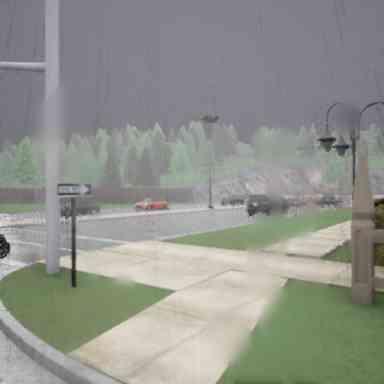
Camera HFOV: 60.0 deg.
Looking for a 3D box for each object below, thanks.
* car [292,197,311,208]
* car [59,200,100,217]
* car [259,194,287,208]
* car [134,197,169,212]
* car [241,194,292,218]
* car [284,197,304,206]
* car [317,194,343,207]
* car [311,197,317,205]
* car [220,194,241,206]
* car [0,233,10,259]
[{"bbox_3d":[15.219,1.648,48.367,1.895,1.301,4.718,0,0,37],"label":"car"},{"bbox_3d":[-11.133,1.584,31.909,1.837,1.490,4.892,0,0,36],"label":"car"},{"bbox_3d":[12.438,1.278,50.524,2.150,2.045,5.566,0,0,36],"label":"car"},{"bbox_3d":[-4.921,1.432,40.443,2.097,1.767,4.553,0,0,36],"label":"car"},{"bbox_3d":[7.075,1.258,31.110,2.150,2.045,5.566,0,0,36],"label":"car"},{"bbox_3d":[17.868,1.562,57.998,1.837,1.490,4.892,0,0,36],"label":"car"},{"bbox_3d":[21.353,1.260,50.777,2.150,2.045,5.566,0,0,36],"label":"car"},{"bbox_3d":[20.698,1.525,55.938,1.882,1.535,5.008,0,0,36],"label":"car"},{"bbox_3d":[6.906,1.306,56.563,2.150,2.045,5.566,0,-1,36],"label":"car"},{"bbox_3d":[-7.247,1.559,9.676,1.812,1.442,4.674,-1,0,-3],"label":"car"}]
